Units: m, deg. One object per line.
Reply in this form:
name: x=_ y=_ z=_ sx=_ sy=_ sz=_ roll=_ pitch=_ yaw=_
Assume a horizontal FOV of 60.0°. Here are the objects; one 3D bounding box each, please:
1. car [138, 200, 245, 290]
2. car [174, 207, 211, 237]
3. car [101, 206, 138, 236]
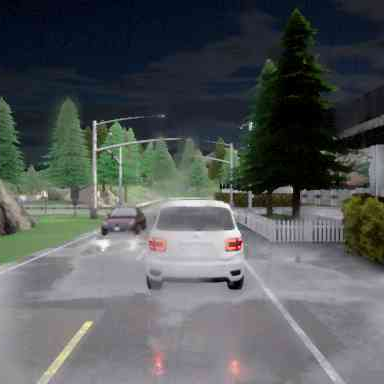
car: x=0.063 y=1.221 z=9.234 sx=2.150 sy=2.045 sz=5.566 roll=0 pitch=0 yaw=0
car: x=0.015 y=1.600 z=18.997 sx=1.895 sy=1.301 sz=4.718 roll=0 pitch=0 yaw=0
car: x=-3.632 y=1.524 z=18.438 sx=1.812 sy=1.442 sz=4.674 roll=0 pitch=0 yaw=0
